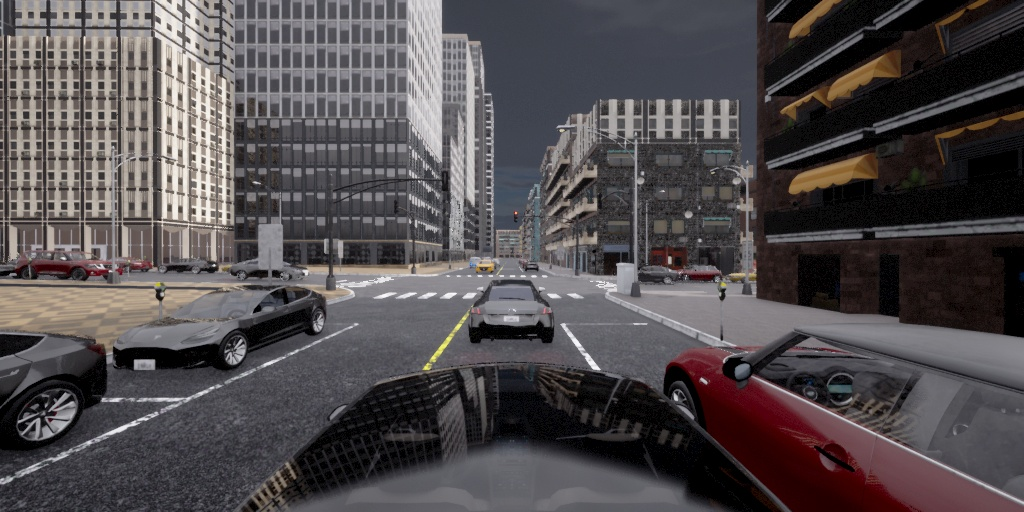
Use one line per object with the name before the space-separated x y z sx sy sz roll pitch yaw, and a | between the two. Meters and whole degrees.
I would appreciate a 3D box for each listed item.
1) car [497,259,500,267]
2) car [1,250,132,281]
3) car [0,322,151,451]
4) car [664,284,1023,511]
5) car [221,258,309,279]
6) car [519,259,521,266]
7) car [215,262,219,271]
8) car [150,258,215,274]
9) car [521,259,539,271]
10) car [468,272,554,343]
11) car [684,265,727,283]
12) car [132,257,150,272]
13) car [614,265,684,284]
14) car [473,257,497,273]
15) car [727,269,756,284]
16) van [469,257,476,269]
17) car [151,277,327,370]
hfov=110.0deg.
car | -3.252 1.246 53.468 2.128 1.511 4.902 0 0 0
car | -27.446 0.591 22.241 5.009 1.841 2.192 0 0 -1
car | -5.689 1.316 2.494 1.948 1.339 4.313 0 0 0
car | 2.692 1.190 2.521 1.967 1.591 4.097 0 0 0
car | -16.798 0.959 24.990 4.902 1.511 2.128 1 0 -1
car | 2.522 1.301 57.378 1.888 1.381 4.507 0 0 0
car | -22.131 0.880 30.788 4.829 1.417 1.751 0 0 -1
car | -27.575 0.815 30.622 4.313 1.339 1.948 0 0 -1
car | 2.553 1.319 47.411 1.948 1.339 4.313 0 0 0
car | -0.020 1.314 9.675 1.994 1.385 4.181 0 0 0
car | 15.925 1.508 31.248 4.097 1.591 1.967 0 0 -1
car | -33.194 0.727 30.541 4.207 1.307 1.802 0 0 -1
car | 10.558 1.479 28.433 4.892 1.490 1.837 1 0 -4
car | -3.225 1.230 43.397 1.882 1.535 5.008 0 0 0
car | 21.277 1.698 31.325 4.829 1.417 1.751 0 0 -1
van | -5.859 1.097 57.351 1.690 1.789 3.998 0 0 0
car | -5.705 1.315 7.740 1.948 1.339 4.313 0 0 0
